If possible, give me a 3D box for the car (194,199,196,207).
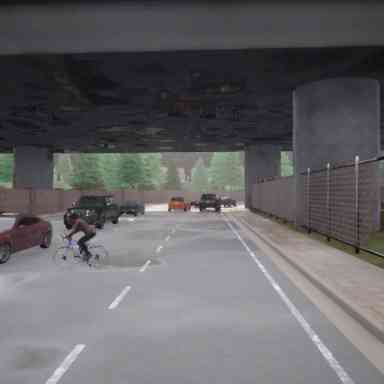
[{"bbox_3d":[0.863,1.601,48.682,1.895,1.301,4.718,0,0,18],"label":"car"}]

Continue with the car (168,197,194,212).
[{"bbox_3d":[-1.413,1.352,39.329,2.097,1.767,4.553,0,0,8],"label":"car"}]

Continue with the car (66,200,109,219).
[{"bbox_3d":[-9.394,1.547,30.438,2.033,1.411,5.357,0,0,3],"label":"car"}]

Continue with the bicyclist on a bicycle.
[{"bbox_3d":[-3.272,1.454,9.743,1.656,1.620,0.582,-2,0,2],"label":"bicyclist on a bicycle"}]

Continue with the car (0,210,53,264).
[{"bbox_3d":[-6.691,1.526,11.993,1.812,1.442,4.674,0,0,2],"label":"car"}]

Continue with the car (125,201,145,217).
[{"bbox_3d":[-5.803,1.547,32.134,2.033,1.411,5.357,0,0,3],"label":"car"}]

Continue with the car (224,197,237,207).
[{"bbox_3d":[5.344,1.505,50.281,1.837,1.490,4.892,0,0,23],"label":"car"}]

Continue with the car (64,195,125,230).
[{"bbox_3d":[-6.298,1.222,21.636,2.150,2.045,5.566,0,0,2],"label":"car"}]

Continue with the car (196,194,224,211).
[{"bbox_3d":[2.219,1.221,40.023,2.150,2.045,5.566,0,0,9],"label":"car"}]
